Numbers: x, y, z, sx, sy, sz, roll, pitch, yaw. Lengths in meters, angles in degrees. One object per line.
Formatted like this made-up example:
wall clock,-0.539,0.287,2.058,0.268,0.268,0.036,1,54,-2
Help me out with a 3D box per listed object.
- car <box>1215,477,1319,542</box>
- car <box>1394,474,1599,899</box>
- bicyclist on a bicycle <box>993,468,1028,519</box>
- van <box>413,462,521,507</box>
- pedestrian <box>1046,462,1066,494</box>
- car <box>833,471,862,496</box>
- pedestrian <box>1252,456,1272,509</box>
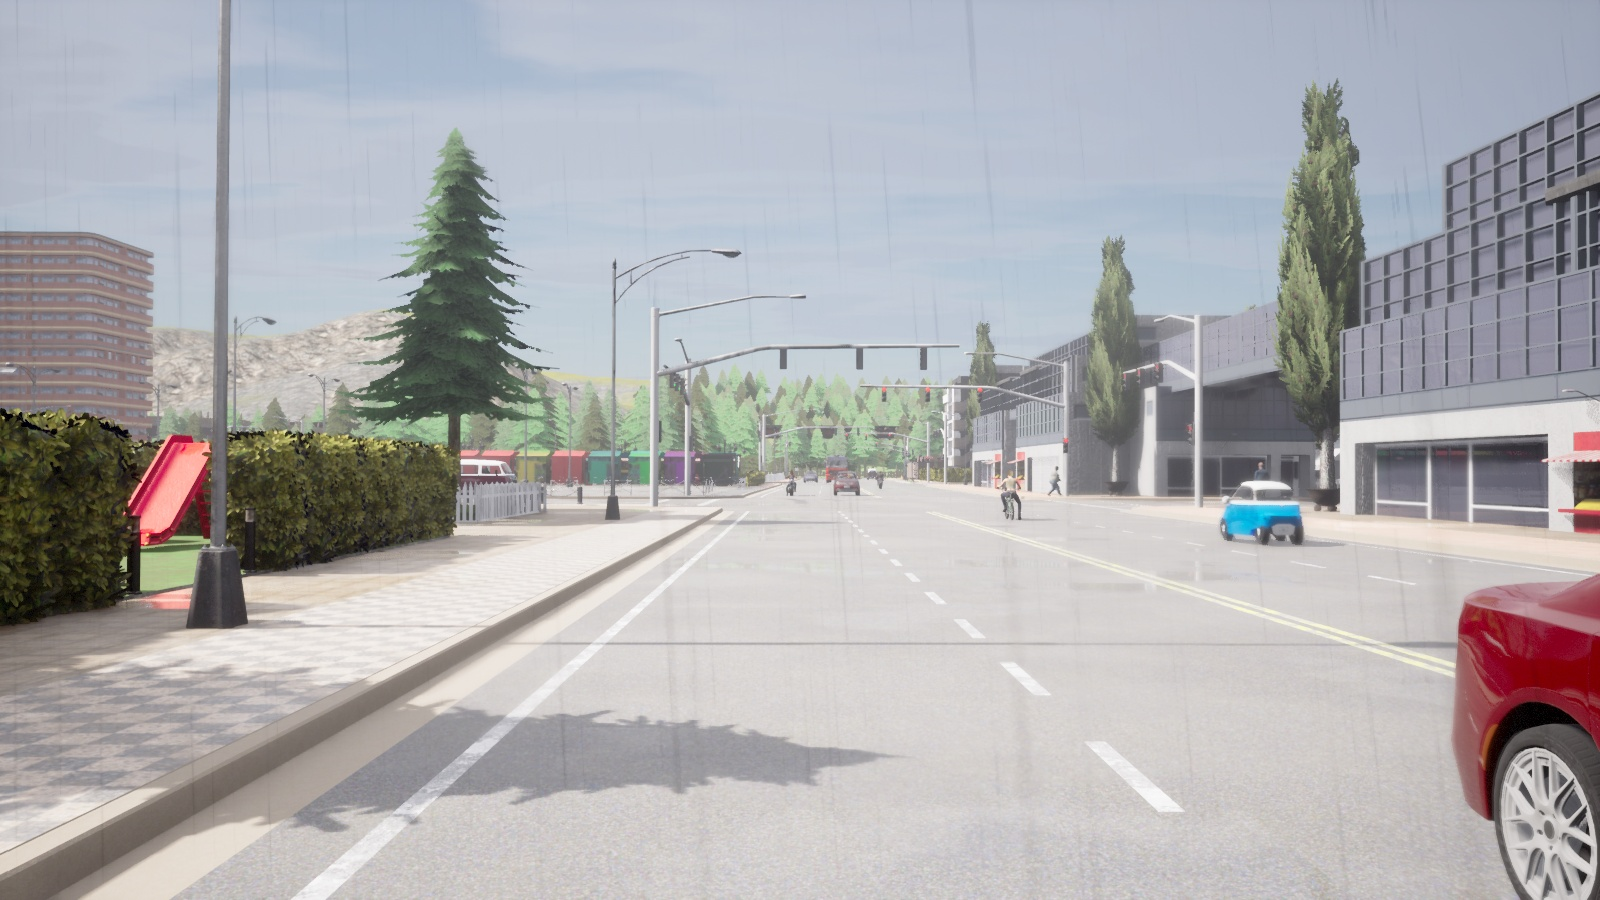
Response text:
car,10.377,1.298,28.051,1.481,1.376,2.207,0,-1,0
car,3.484,0.826,2.846,1.882,1.535,5.008,0,-1,0
bicyclist on a bicycle,6.817,1.407,40.777,0.866,1.612,1.509,0,-1,0
van,-15.426,1.577,58.372,4.480,2.038,2.069,0,-1,0
pedestrian,14.854,1.635,72.933,0.900,1.855,0.874,0,-1,-6
car,3.028,2.141,81.198,1.789,1.549,3.705,0,-1,1
pedestrian,16.156,1.144,43.914,0.402,1.842,0.726,0,-1,-1
